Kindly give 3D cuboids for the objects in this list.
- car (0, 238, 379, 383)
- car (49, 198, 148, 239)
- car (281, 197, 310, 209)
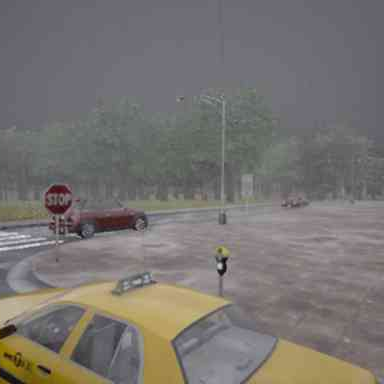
[{"bbox_3d":[-0.777,1.489,3.364,4.829,1.417,1.752,1,1,35],"label":"car"},{"bbox_3d":[-4.181,1.054,15.667,2.097,1.767,4.553,1,1,36],"label":"car"},{"bbox_3d":[11.930,1.228,37.994,1.895,1.301,4.718,1,1,36],"label":"car"}]
